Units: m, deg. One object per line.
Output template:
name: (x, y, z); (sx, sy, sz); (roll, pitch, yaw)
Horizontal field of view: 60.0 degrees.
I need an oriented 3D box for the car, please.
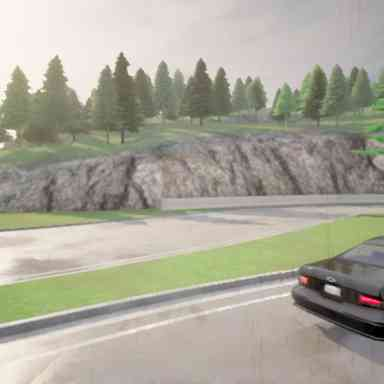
car: (4.333, 1.466, 6.003); (5.357, 1.411, 2.033); (-1, 0, -26)
